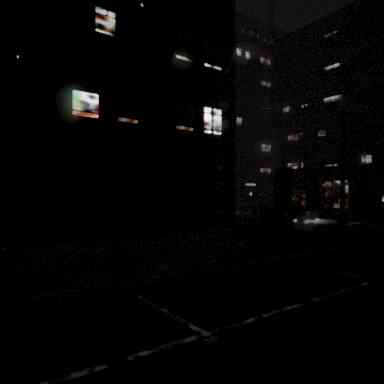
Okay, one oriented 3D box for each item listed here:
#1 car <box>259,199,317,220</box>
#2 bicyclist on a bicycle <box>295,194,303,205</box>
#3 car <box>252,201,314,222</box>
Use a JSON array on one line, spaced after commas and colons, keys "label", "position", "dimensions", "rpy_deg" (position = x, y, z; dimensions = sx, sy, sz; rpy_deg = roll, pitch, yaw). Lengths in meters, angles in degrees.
[{"label": "car", "position": [7.665, 1.349, 26.845], "dimensions": [1.994, 1.385, 4.181], "rpy_deg": [0, 1, -36]}, {"label": "bicyclist on a bicycle", "position": [11.575, 1.023, 36.313], "dimensions": [1.656, 1.620, 0.582], "rpy_deg": [0, 1, -36]}, {"label": "car", "position": [6.341, 1.350, 24.287], "dimensions": [2.008, 1.369, 4.403], "rpy_deg": [1, 0, -36]}]
